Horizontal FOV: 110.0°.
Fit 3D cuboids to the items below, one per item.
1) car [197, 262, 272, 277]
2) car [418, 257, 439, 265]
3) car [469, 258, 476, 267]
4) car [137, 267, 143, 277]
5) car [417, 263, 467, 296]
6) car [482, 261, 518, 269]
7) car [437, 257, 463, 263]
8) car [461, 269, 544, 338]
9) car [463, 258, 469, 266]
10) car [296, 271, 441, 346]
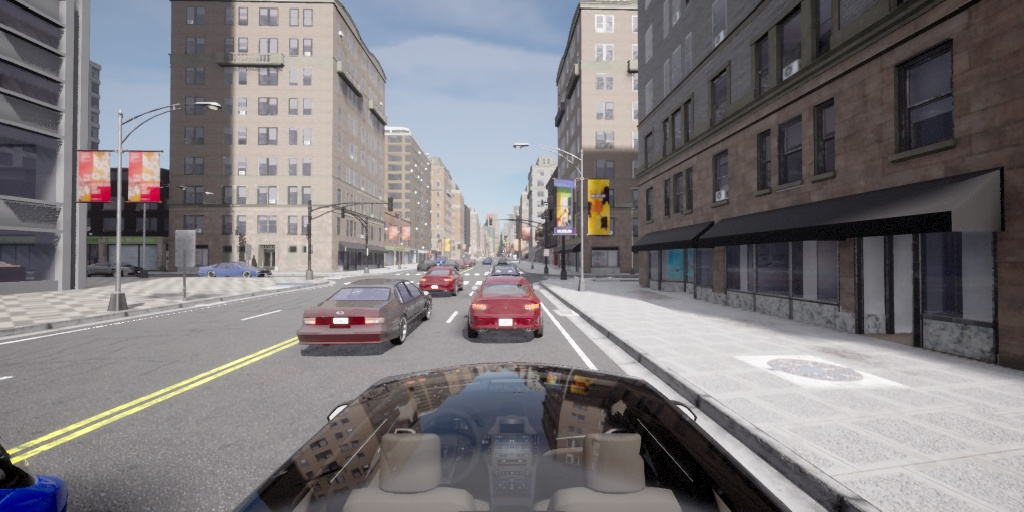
[{"bbox_3d":[-23.681,1.194,30.689,5.357,1.411,2.033,0,-1,1],"label":"car"},{"bbox_3d":[-11.105,1.206,47.201,1.882,1.535,5.008,0,0,-1],"label":"car"},{"bbox_3d":[-8.278,1.063,64.579,2.097,1.767,4.553,0,0,-1],"label":"car"},{"bbox_3d":[-33.647,1.169,30.365,4.181,1.385,1.994,0,-1,-2],"label":"car"},{"bbox_3d":[-3.669,1.274,19.021,1.812,1.442,4.674,0,0,-2],"label":"car"},{"bbox_3d":[-0.413,1.240,19.200,2.128,1.511,4.902,0,0,-3],"label":"car"},{"bbox_3d":[-7.807,1.207,45.500,1.882,1.535,5.008,0,0,-2],"label":"car"},{"bbox_3d":[-0.183,1.276,10.116,1.812,1.442,4.674,0,0,-1],"label":"car"},{"bbox_3d":[-8.051,1.247,54.704,1.812,1.442,4.674,0,0,-1],"label":"car"},{"bbox_3d":[-3.413,1.298,9.434,2.033,1.411,5.357,0,0,-2],"label":"car"}]
